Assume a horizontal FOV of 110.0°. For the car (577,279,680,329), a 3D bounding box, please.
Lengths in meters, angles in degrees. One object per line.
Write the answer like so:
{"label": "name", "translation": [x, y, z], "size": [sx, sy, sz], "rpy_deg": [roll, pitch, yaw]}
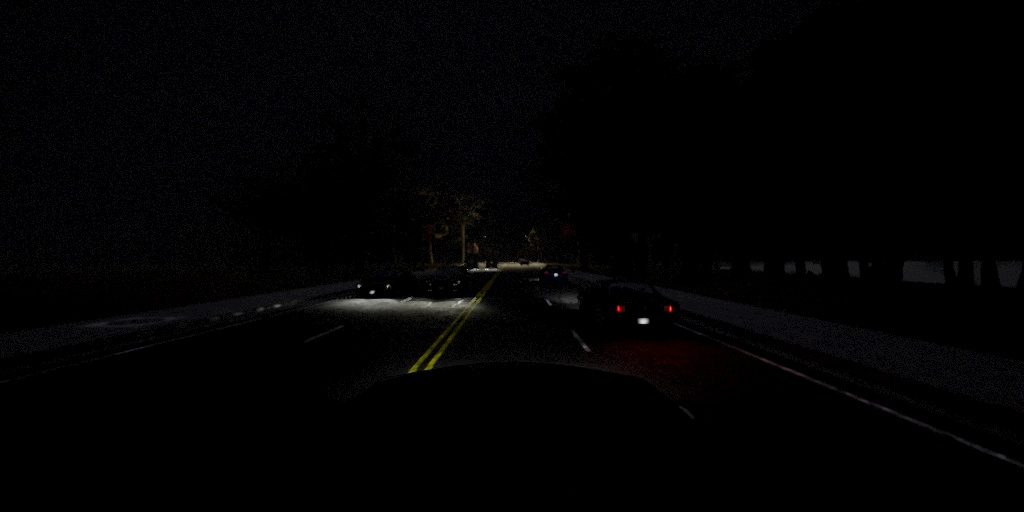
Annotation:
{"label": "car", "translation": [3.343, 1.375, 11.333], "size": [1.895, 1.301, 4.718], "rpy_deg": [0, 0, 0]}

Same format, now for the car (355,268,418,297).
{"label": "car", "translation": [-6.626, 1.346, 19.651], "size": [2.033, 1.411, 5.357], "rpy_deg": [0, 0, 0]}

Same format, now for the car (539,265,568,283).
{"label": "car", "translation": [3.285, 1.387, 28.820], "size": [1.994, 1.385, 4.181], "rpy_deg": [0, 0, 0]}

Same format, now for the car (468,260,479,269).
{"label": "car", "translation": [-6.747, 1.456, 60.786], "size": [1.812, 1.442, 4.674], "rpy_deg": [0, 0, 0]}

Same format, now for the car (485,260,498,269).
{"label": "car", "translation": [-3.502, 1.426, 62.102], "size": [2.128, 1.511, 4.902], "rpy_deg": [0, 0, 0]}

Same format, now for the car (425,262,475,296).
{"label": "car", "translation": [-3.385, 1.276, 19.747], "size": [1.882, 1.535, 5.008], "rpy_deg": [0, 0, 0]}
